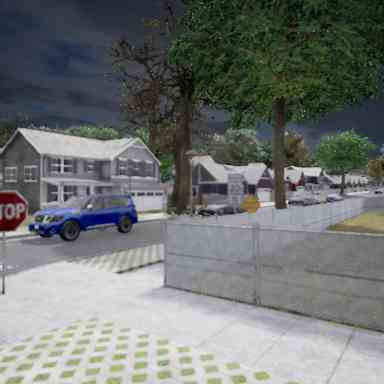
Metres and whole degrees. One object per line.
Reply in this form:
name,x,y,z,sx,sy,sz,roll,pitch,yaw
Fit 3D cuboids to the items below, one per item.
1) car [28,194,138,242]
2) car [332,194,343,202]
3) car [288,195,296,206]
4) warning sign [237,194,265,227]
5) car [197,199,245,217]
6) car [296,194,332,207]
car,-5.176,1.153,16.749,2.150,2.045,5.566,1,1,35
car,20.579,0.986,48.197,1.812,1.442,4.674,1,1,35
car,14.155,1.094,43.923,1.994,1.385,4.181,1,1,36
warning sign,3.492,1.044,19.721,1.300,1.860,1.060,0,0,35
car,2.588,1.334,27.721,2.033,1.411,5.357,1,1,35
car,14.605,1.107,39.694,2.128,1.511,4.902,1,1,36
